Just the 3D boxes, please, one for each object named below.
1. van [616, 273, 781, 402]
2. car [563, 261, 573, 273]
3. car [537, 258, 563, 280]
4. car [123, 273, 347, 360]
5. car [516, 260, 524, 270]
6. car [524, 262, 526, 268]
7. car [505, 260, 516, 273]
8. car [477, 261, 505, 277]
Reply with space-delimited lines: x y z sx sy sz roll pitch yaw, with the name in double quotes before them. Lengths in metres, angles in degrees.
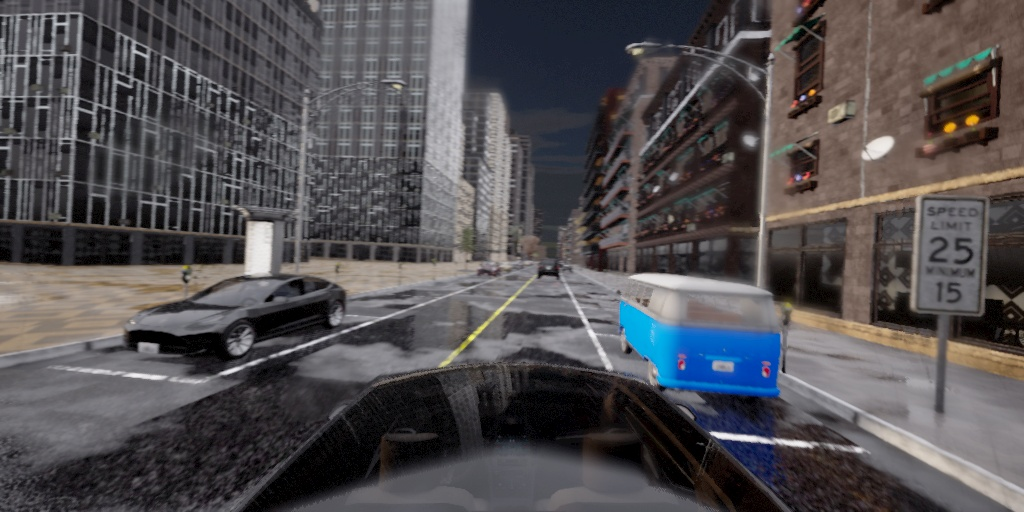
"van" 3.016 1.265 6.673 1.690 1.789 3.998 0 0 6
"car" 8.592 1.933 56.150 2.007 1.370 4.403 0 0 6
"car" 3.732 1.274 36.144 2.150 2.045 5.566 3 0 7
"car" -5.300 1.049 7.615 1.948 1.339 4.313 0 0 6
"car" 0.276 1.492 57.092 2.007 1.370 4.403 0 0 6
"car" 0.895 1.434 62.590 1.967 1.591 4.097 0 0 6
"car" -0.982 1.361 45.928 1.751 1.417 4.829 0 0 6
"car" -2.203 1.171 35.101 1.967 1.591 4.097 0 0 6
